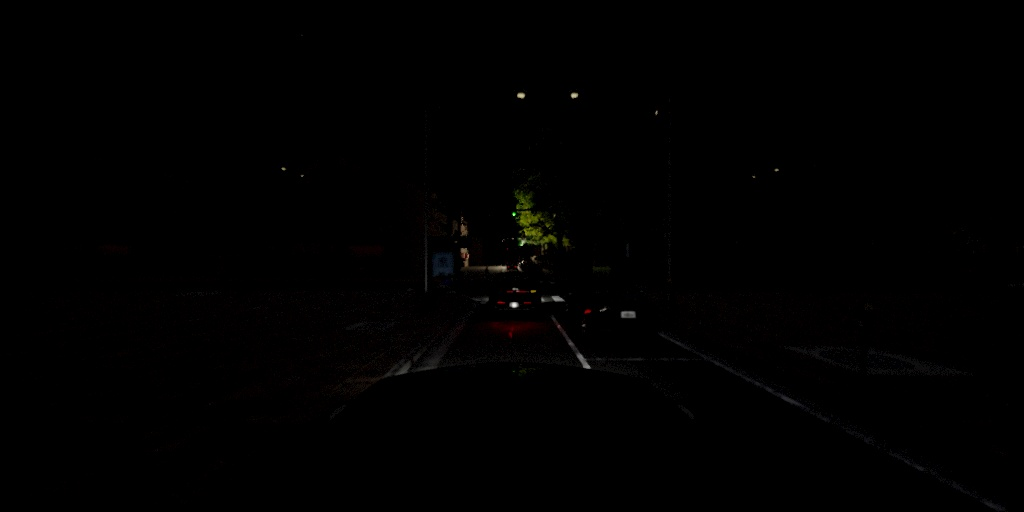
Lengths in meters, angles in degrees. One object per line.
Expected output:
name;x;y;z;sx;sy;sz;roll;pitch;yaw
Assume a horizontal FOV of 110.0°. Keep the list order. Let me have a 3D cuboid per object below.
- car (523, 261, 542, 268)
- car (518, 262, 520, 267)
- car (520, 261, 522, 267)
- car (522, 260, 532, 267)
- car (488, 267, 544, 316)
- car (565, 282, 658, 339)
car;2.635;1.637;42.682;2.007;1.370;4.403;0;0;0
car;2.634;1.579;59.030;2.192;1.841;5.009;0;0;0
car;2.634;1.751;53.581;2.007;1.370;4.403;0;0;0
car;2.635;1.667;48.300;1.751;1.417;4.829;0;0;0
car;0.172;1.341;13.946;1.837;1.490;4.892;0;0;2
car;2.637;1.374;10.171;1.948;1.339;4.313;0;0;0
